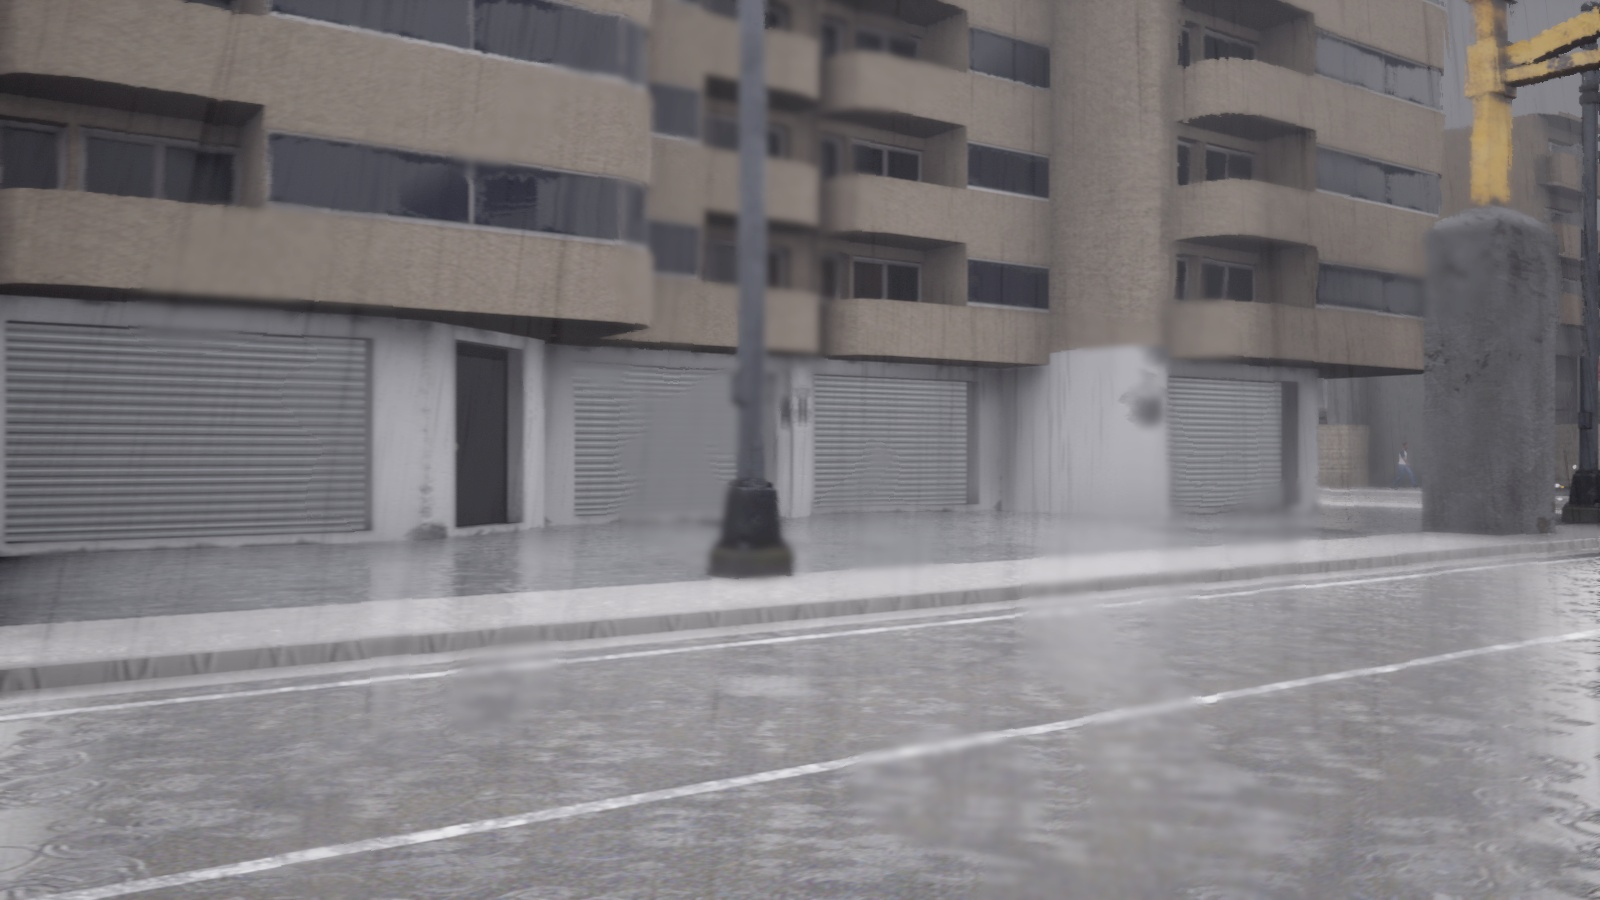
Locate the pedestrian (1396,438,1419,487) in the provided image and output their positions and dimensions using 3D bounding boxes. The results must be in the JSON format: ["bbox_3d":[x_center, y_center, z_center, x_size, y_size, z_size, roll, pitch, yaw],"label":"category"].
[{"bbox_3d":[23.090,0.478,47.763,0.706,1.836,0.354,0,0,42],"label":"pedestrian"}]
